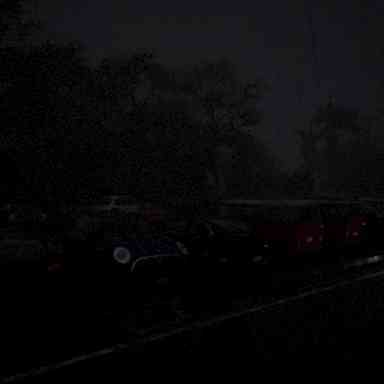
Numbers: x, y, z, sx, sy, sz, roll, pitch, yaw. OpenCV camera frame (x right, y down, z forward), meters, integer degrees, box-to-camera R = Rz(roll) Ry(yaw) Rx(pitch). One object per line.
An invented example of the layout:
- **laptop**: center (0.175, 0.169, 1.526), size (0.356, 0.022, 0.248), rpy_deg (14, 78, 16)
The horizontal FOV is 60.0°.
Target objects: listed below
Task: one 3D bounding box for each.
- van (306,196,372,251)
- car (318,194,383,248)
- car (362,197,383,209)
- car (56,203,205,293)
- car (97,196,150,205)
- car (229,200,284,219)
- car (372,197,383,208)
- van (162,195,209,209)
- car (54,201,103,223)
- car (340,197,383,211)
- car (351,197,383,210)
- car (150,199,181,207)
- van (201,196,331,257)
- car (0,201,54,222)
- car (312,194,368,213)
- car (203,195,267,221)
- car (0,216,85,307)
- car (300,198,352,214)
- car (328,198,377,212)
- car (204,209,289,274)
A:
- **van**: center (4.831, 1.299, 14.143), size (1.878, 1.987, 4.442), rpy_deg (0, 0, -36)
- **car**: center (7.196, 1.284, 15.658), size (2.435, 2.045, 5.566), rpy_deg (0, 0, -36)
- **car**: center (26.180, 1.509, 45.401), size (2.163, 1.488, 4.792), rpy_deg (0, 0, -36)
- **car**: center (-1.958, 1.367, 9.179), size (2.185, 1.767, 4.553), rpy_deg (0, 0, -36)
- **car**: center (-5.423, 1.262, 22.780), size (2.435, 2.045, 5.566), rpy_deg (0, 0, -36)
- **car**: center (5.862, 1.583, 30.858), size (2.163, 1.488, 4.792), rpy_deg (0, 0, -36)
- **car**: center (28.562, 1.465, 46.842), size (1.946, 1.575, 5.366), rpy_deg (0, 0, -36)
- **van**: center (-0.961, 1.308, 26.082), size (1.878, 1.987, 4.442), rpy_deg (0, 0, -36)
- **car**: center (-7.647, 1.532, 21.118), size (2.163, 1.488, 4.792), rpy_deg (0, 0, -36)
- **car**: center (21.680, 1.502, 42.151), size (2.097, 1.535, 5.008), rpy_deg (0, 0, -36)
- **car**: center (23.937, 1.492, 43.768), size (2.231, 1.521, 4.892), rpy_deg (0, 0, -36)
- **car**: center (-3.258, 1.520, 24.524), size (1.946, 1.575, 5.366), rpy_deg (0, 0, -36)
- **van**: center (2.552, 1.288, 12.512), size (1.878, 1.987, 4.442), rpy_deg (0, 0, -36)
- **car**: center (-9.940, 1.366, 19.550), size (2.185, 1.767, 4.553), rpy_deg (0, 0, -36)
- **car**: center (17.185, 1.273, 38.892), size (2.435, 2.045, 5.566), rpy_deg (0, 0, -36)
- **car**: center (3.639, 1.299, 29.196), size (2.435, 2.045, 5.566), rpy_deg (0, 0, -36)
- **car**: center (-4.218, 1.522, 7.519), size (2.002, 1.452, 4.674), rpy_deg (0, 0, -36)
- **car**: center (14.917, 1.536, 37.296), size (2.231, 1.521, 4.892), rpy_deg (0, 0, -36)
- **car**: center (19.423, 1.513, 40.535), size (2.097, 1.535, 5.008), rpy_deg (0, 0, -36)
- **car**: center (0.343, 1.504, 10.779), size (2.231, 1.521, 4.892), rpy_deg (0, 0, -36)
